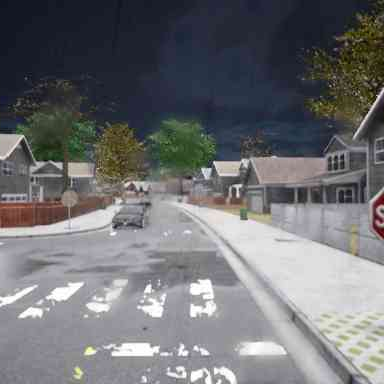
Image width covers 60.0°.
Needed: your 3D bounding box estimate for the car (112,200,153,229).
[{"bbox_3d":[-3.847,1.556,21.731,1.837,1.490,4.892,1,0,1],"label":"car"}]
